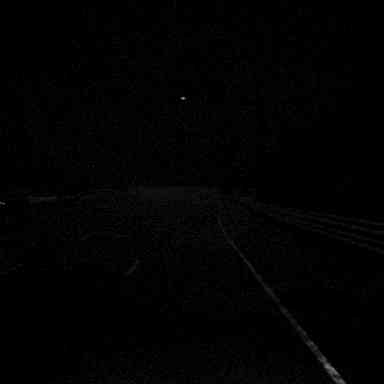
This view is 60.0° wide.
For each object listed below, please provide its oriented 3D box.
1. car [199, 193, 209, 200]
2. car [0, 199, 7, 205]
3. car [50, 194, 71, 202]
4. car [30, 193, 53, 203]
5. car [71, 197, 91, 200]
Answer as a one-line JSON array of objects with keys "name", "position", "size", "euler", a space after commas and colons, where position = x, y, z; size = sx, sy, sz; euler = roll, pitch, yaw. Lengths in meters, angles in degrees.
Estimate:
[{"name": "car", "position": [3.500, 1.593, 90.977], "size": [1.895, 1.301, 4.718], "euler": [0, 0, 0]}, {"name": "car", "position": [-27.363, 1.535, 45.470], "size": [2.033, 1.411, 5.357], "euler": [0, 0, -3]}, {"name": "car", "position": [-21.031, 1.482, 55.184], "size": [2.128, 1.511, 4.902], "euler": [0, 0, 1]}, {"name": "car", "position": [-24.524, 1.211, 54.937], "size": [2.150, 2.045, 5.566], "euler": [0, 0, 1]}, {"name": "car", "position": [-17.537, 1.516, 54.346], "size": [1.812, 1.442, 4.674], "euler": [0, 0, 1]}]
